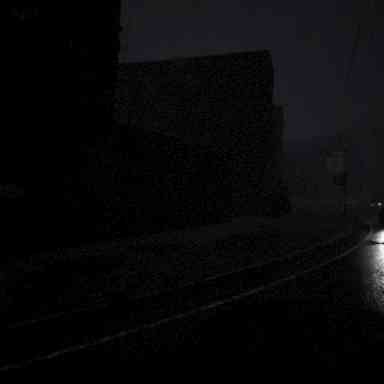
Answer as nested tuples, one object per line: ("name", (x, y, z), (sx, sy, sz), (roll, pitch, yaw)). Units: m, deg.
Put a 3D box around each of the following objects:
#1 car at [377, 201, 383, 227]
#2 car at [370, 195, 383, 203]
("car", (13.213, 1.497, 21.368), (1.895, 1.301, 4.718), (2, 1, 26))
("car", (33.229, 1.231, 58.895), (2.033, 1.411, 5.357), (0, 0, 45))
